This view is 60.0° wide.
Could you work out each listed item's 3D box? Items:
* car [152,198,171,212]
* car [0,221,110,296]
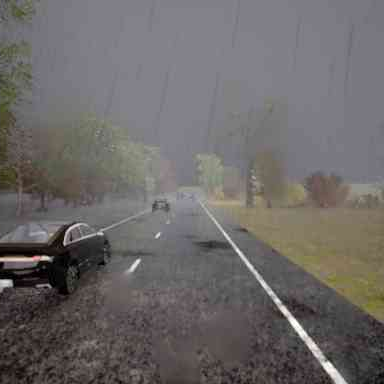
[{"bbox_3d":[-3.490,1.466,38.401,2.128,1.511,4.902,0,0,0],"label":"car"},{"bbox_3d":[-3.496,1.489,8.630,2.128,1.511,4.902,0,0,0],"label":"car"}]
